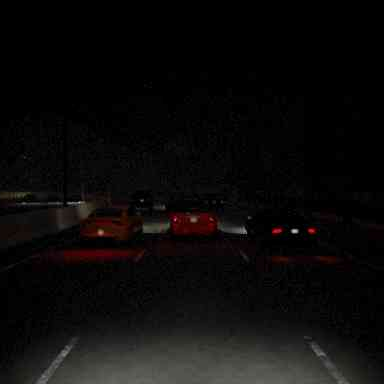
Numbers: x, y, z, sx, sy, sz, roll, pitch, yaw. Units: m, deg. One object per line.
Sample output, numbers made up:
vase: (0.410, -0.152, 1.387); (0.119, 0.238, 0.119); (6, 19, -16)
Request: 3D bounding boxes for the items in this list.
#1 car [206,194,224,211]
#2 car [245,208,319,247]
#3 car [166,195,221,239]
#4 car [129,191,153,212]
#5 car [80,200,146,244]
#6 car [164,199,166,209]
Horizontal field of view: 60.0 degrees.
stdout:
car: (1.813, 1.015, 34.240); (2.097, 1.767, 4.553); (0, 1, -10)
car: (3.582, 1.407, 14.180); (2.033, 1.411, 5.357); (0, 1, -1)
car: (0.024, 1.190, 16.297); (2.097, 1.767, 4.553); (0, 0, -1)
car: (-5.141, 0.890, 33.764); (2.150, 2.045, 5.566); (0, 1, -10)
car: (-3.434, 1.330, 14.888); (1.882, 1.535, 5.008); (0, 1, -1)
car: (-1.773, 1.152, 34.510); (2.128, 1.511, 4.902); (0, 1, -10)
